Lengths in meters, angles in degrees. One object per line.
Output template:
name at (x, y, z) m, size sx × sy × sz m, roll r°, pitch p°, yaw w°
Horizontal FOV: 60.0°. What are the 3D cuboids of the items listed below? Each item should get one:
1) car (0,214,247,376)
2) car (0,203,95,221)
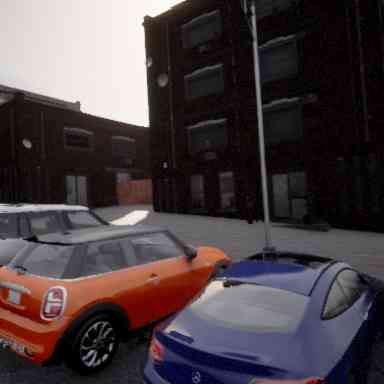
car at (-1.066, 1.380, 6.042) m, size 2.185 × 1.767 × 4.553 m, roll 0°, pitch 0°, yaw 36°
car at (-3.321, 1.271, 7.725) m, size 2.435 × 2.045 × 5.566 m, roll 0°, pitch 0°, yaw 36°
